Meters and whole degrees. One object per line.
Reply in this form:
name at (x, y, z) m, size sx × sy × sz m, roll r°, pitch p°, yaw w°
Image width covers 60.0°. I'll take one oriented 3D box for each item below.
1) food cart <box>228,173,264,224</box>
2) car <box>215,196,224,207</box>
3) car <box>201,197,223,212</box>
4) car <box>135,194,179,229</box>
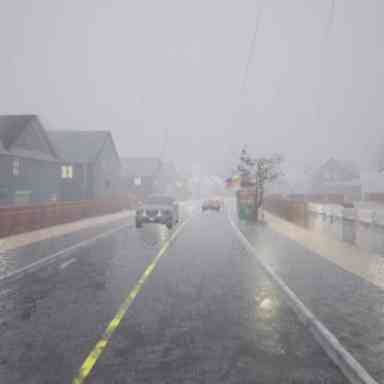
food cart at (4.072, 0.416, 25.769) m, size 2.280 × 3.560 × 4.660 m, roll 1°, pitch 1°, yaw 4°
car at (3.482, 1.374, 47.632) m, size 1.882 × 1.535 × 5.008 m, roll 0°, pitch 0°, yaw 12°
car at (2.198, 1.520, 37.652) m, size 1.895 × 1.301 × 4.718 m, roll 0°, pitch 0°, yaw 7°
car at (-2.097, 1.169, 21.455) m, size 2.150 × 2.045 × 5.566 m, roll 0°, pitch 0°, yaw 4°
